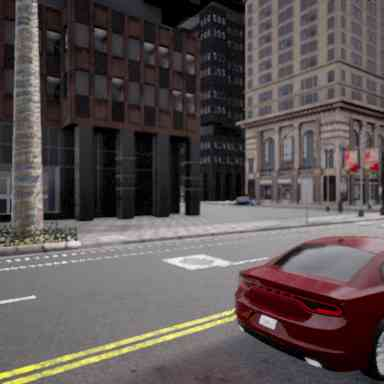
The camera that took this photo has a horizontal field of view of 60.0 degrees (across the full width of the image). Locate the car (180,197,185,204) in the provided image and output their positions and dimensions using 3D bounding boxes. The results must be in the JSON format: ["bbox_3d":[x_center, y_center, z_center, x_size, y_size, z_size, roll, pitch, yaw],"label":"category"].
[{"bbox_3d":[-3.202,1.639,68.795,2.128,1.511,4.902,0,0,-35],"label":"car"}]

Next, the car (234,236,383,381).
[{"bbox_3d":[2.948,1.489,5.549,5.008,1.535,1.882,1,-1,-36],"label":"car"}]

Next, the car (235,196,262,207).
[{"bbox_3d":[8.756,1.467,51.732,2.097,1.767,4.553,0,0,-35],"label":"car"}]
